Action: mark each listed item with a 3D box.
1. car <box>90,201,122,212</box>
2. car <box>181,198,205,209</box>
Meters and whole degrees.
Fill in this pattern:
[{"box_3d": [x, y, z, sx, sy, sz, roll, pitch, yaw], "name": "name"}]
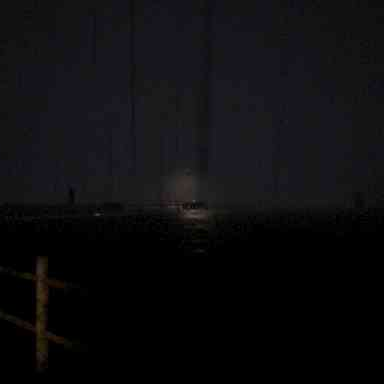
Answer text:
[{"box_3d": [-11.951, 2.101, 46.459, 1.837, 1.490, 4.892, 0, -1, 36], "name": "car"}, {"box_3d": [0.236, 2.250, 63.371, 2.150, 2.045, 5.566, 0, -1, 36], "name": "car"}]
